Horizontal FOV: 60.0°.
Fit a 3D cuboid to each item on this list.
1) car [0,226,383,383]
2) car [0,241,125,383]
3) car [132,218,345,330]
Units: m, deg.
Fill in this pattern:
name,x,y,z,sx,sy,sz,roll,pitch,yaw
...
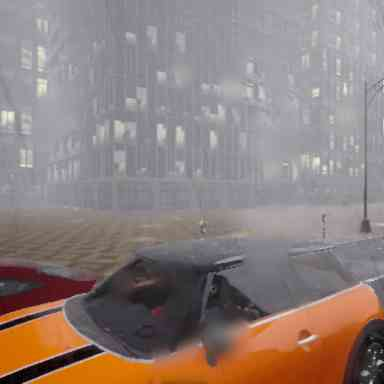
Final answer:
name,x,y,z,sx,sy,sz,roll,pitch,yaw
car,-0.026,1.339,3.358,4.553,1.767,2.097,-1,0,-35
car,-3.196,1.584,4.271,4.206,1.307,1.802,0,1,-35
car,1.263,1.487,7.448,4.829,1.417,1.752,-1,1,-35
